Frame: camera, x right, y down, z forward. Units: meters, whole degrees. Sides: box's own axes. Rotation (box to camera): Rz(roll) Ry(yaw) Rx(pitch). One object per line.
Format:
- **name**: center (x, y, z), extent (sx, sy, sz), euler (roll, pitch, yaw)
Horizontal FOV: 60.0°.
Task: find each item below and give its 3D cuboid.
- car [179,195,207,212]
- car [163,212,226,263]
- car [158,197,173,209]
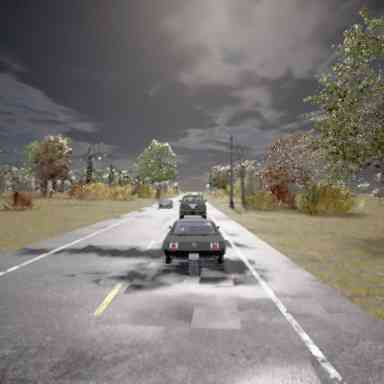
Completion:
- **car**: center (0.073, 1.230, 27.804), extent (2.150, 2.045, 5.566), euler (0, 0, 0)
- **car**: center (0.075, 1.608, 12.023), extent (1.895, 1.301, 4.718), euler (0, 0, 0)
- **car**: center (-3.604, 1.500, 45.823), extent (2.128, 1.511, 4.902), euler (0, 0, 0)
